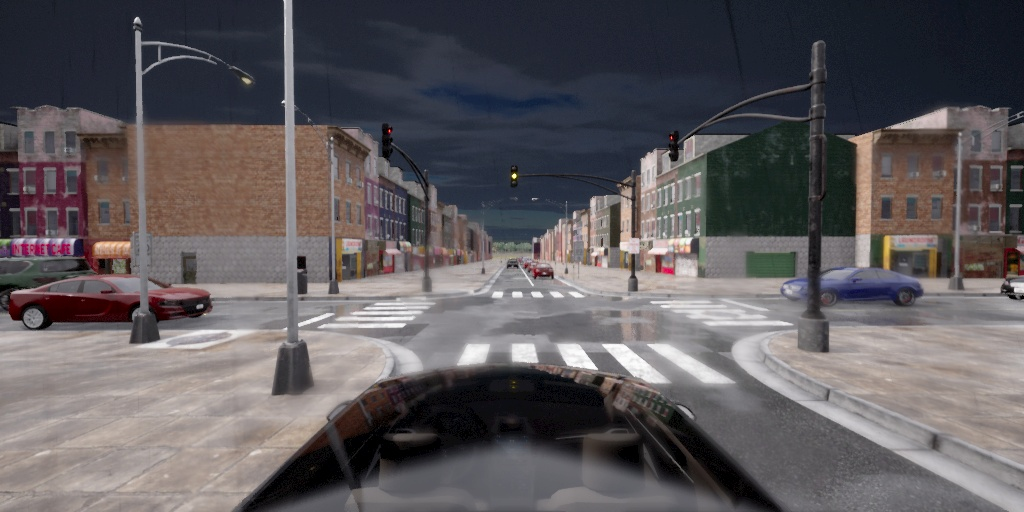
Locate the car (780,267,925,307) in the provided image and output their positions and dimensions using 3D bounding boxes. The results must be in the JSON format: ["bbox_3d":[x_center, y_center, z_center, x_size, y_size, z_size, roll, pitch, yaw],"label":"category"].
[{"bbox_3d":[13.298,1.159,14.130,4.674,1.442,1.812,0,1,1],"label":"car"}]

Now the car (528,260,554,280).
[{"bbox_3d":[2.694,1.288,31.681,1.888,1.381,4.507,0,0,0],"label":"car"}]

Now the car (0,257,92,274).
[{"bbox_3d":[-20.021,1.074,14.250,5.566,2.045,2.150,-1,1,-1],"label":"car"}]

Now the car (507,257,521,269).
[{"bbox_3d":[0.106,1.246,56.427,1.837,1.490,4.892,0,0,0],"label":"car"}]

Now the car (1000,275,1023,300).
[{"bbox_3d":[22.459,1.086,14.088,4.902,1.511,2.128,0,1,0],"label":"car"}]

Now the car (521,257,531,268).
[{"bbox_3d":[2.737,1.286,53.811,1.888,1.381,4.507,0,0,0],"label":"car"}]

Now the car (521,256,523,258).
[{"bbox_3d":[2.748,1.181,59.343,1.967,1.591,4.097,0,0,0],"label":"car"}]

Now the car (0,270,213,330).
[{"bbox_3d":[-12.310,1.337,11.226,5.008,1.535,1.882,0,1,-1],"label":"car"}]

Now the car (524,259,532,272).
[{"bbox_3d":[2.716,1.324,42.746,1.802,1.307,4.207,0,0,0],"label":"car"}]
